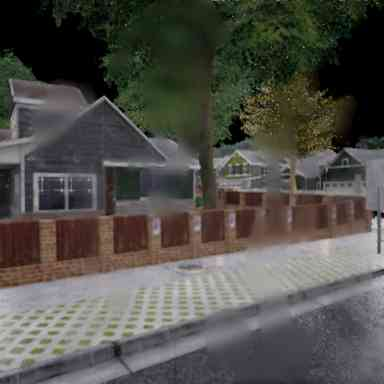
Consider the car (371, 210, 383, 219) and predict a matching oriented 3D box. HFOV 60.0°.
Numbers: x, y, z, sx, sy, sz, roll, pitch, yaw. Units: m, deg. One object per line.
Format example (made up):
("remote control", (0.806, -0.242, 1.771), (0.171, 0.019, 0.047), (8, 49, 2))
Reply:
("car", (11.287, 1.078, 22.955), (1.895, 1.301, 4.718), (-1, 1, -32))
